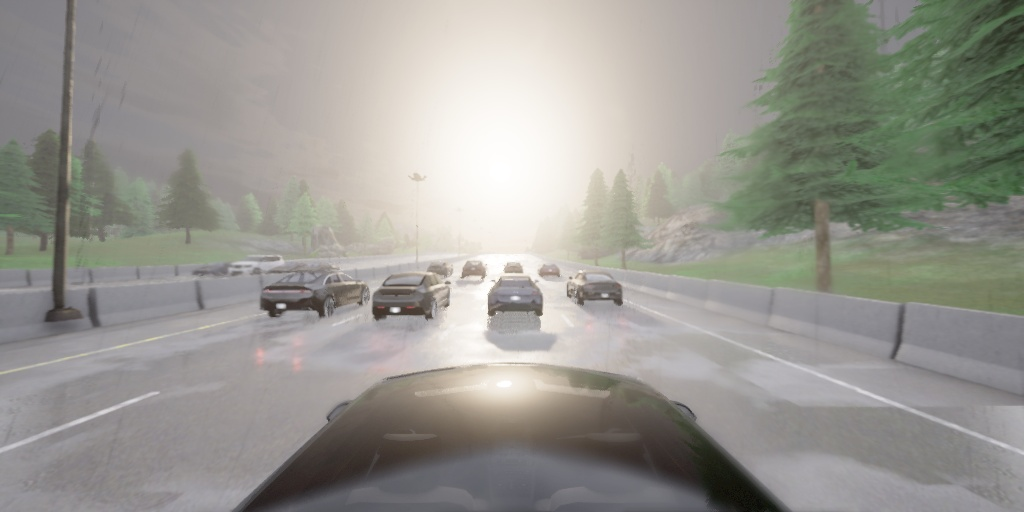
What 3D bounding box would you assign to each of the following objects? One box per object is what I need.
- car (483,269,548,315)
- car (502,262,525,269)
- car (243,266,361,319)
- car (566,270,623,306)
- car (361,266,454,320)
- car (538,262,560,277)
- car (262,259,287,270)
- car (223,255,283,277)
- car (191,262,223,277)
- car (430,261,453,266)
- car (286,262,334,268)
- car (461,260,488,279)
[{"bbox_3d":[0.115,1.375,13.920,1.994,1.385,4.181,0,0,0],"label":"car"},{"bbox_3d":[0.143,1.265,34.624,1.837,1.490,4.892,0,1,0],"label":"car"},{"bbox_3d":[-6.886,1.287,13.132,2.128,1.511,4.902,0,0,0],"label":"car"},{"bbox_3d":[3.618,1.346,16.221,1.812,1.442,4.674,0,0,0],"label":"car"},{"bbox_3d":[-3.386,1.307,12.833,1.837,1.490,4.892,0,0,0],"label":"car"},{"bbox_3d":[3.646,1.318,36.131,1.994,1.385,4.181,0,1,0],"label":"car"},{"bbox_3d":[-21.046,1.265,34.626,2.033,1.411,5.357,0,0,0],"label":"car"},{"bbox_3d":[-24.548,0.931,34.853,2.150,2.045,5.566,0,0,0],"label":"car"},{"bbox_3d":[-28.048,1.250,34.901,2.033,1.411,5.357,0,0,0],"label":"car"},{"bbox_3d":[-6.857,1.252,34.579,1.837,1.490,4.892,0,1,0],"label":"car"},{"bbox_3d":[-17.554,1.286,32.485,2.033,1.411,5.357,0,0,0],"label":"car"},{"bbox_3d":[-3.359,1.113,33.123,2.097,1.767,4.553,0,0,0],"label":"car"}]
